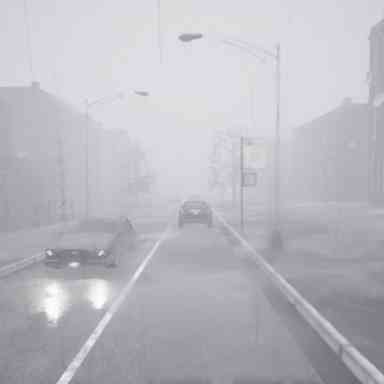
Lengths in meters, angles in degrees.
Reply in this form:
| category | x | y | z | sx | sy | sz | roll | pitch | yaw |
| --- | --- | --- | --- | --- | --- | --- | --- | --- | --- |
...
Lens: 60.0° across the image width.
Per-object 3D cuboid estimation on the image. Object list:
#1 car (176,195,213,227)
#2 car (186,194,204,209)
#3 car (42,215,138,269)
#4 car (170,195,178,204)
| category | x | y | z | sx | sy | sz | roll | pitch | yaw |
| --- | --- | --- | --- | --- | --- | --- | --- | --- | --- |
| car | 0.231 | 1.265 | 22.226 | 2.097 | 1.767 | 4.553 | 0 | 0 | 0 |
| car | 0.403 | 1.171 | 42.449 | 2.097 | 1.767 | 4.553 | 0 | 0 | 0 |
| car | -3.078 | 1.511 | 11.379 | 2.033 | 1.411 | 5.357 | 0 | 0 | 1 |
| car | -2.640 | 1.265 | 54.871 | 1.837 | 1.490 | 4.892 | 0 | 1 | 1 |
